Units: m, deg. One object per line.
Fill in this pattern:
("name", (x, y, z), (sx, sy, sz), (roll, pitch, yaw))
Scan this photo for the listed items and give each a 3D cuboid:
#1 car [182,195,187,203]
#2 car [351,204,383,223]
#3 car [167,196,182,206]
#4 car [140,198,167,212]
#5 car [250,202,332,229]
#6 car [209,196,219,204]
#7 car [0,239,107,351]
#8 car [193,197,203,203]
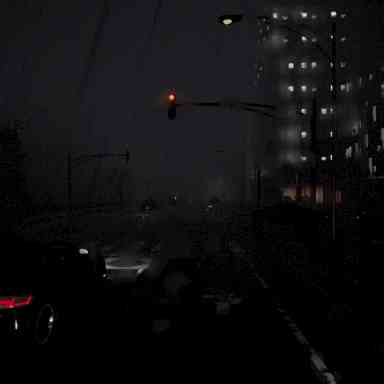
("car", (-2.051, 1.478, 69.346), (1.882, 1.535, 5.008), (0, 0, 5))
("car", (13.746, 1.447, 23.064), (4.718, 1.301, 1.895), (0, 0, 2))
("car", (-3.344, 1.541, 54.132), (2.033, 1.411, 5.357), (0, 0, 5))
("car", (-4.605, 1.482, 38.245), (2.128, 1.511, 4.902), (0, 0, 5))
("car", (6.150, 1.394, 20.786), (5.008, 1.535, 1.882), (0, 1, 13))
("car", (4.335, 1.548, 66.348), (2.033, 1.411, 5.357), (0, 0, 5))
("car", (-3.024, 1.563, 6.236), (1.994, 1.385, 4.181), (0, 0, 1))
("car", (1.320, 1.602, 69.487), (1.895, 1.301, 4.718), (0, 0, 5))
